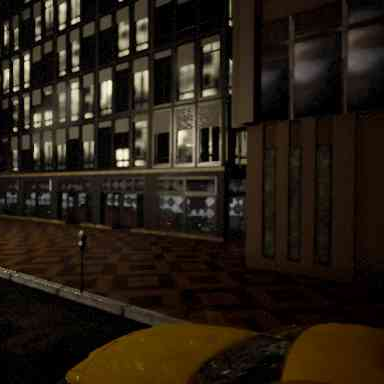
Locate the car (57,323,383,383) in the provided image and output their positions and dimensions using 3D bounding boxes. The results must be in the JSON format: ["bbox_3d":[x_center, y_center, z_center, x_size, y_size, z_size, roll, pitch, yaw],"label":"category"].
[{"bbox_3d":[1.029,1.523,2.136,4.829,1.417,1.752,1,1,35],"label":"car"}]
